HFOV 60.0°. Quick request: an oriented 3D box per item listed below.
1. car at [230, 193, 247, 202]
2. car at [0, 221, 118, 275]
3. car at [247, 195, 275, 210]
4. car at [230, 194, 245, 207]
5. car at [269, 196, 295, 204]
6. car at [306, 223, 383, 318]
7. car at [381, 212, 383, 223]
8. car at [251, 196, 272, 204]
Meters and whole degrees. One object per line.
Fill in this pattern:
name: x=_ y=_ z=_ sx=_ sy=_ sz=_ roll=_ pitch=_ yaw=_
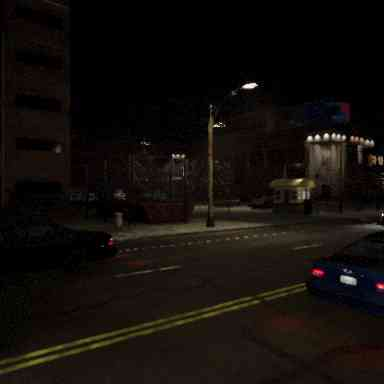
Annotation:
car: x=10.747 y=1.423 z=69.297 sx=4.786 sy=1.482 sz=2.161 roll=0 pitch=0 yaw=-36
car: x=-4.809 y=1.548 z=9.159 sx=5.357 sy=1.411 sz=2.033 roll=0 pitch=0 yaw=-36
car: x=9.652 y=1.270 z=42.090 sx=4.553 sy=1.767 sz=2.185 roll=0 pitch=0 yaw=-36
car: x=5.175 y=1.422 z=48.230 sx=4.193 sy=1.474 sz=1.816 roll=0 pitch=0 yaw=-36
car: x=16.559 y=1.444 z=61.152 sx=4.674 sy=1.452 sz=2.002 roll=0 pitch=0 yaw=-36
car: x=4.710 y=1.551 z=7.121 sx=5.357 sy=1.411 sz=2.033 roll=0 pitch=0 yaw=-35
car: x=15.233 y=1.517 z=23.451 sx=4.892 sy=1.490 sz=1.837 roll=0 pitch=0 yaw=-35
car: x=13.652 y=1.476 z=65.153 sx=3.806 sy=1.475 sz=1.970 roll=0 pitch=0 yaw=-36
